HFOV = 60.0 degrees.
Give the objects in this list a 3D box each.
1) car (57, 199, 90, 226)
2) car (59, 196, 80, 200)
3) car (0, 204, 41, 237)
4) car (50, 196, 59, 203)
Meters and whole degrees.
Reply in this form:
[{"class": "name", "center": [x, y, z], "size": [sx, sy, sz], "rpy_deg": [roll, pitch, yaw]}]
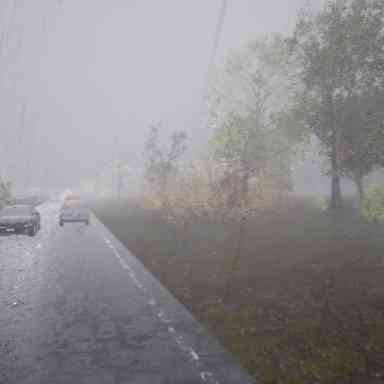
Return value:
[{"class": "car", "center": [-8.042, 1.470, 22.822], "size": [2.033, 1.411, 5.357], "rpy_deg": [-1, 0, -20]}, {"class": "car", "center": [-13.079, 1.218, 36.519], "size": [2.097, 1.767, 4.553], "rpy_deg": [-1, 0, -20]}, {"class": "car", "center": [-9.121, 1.439, 17.480], "size": [1.882, 1.535, 5.008], "rpy_deg": [-1, 0, -20]}, {"class": "car", "center": [-25.440, 1.366, 62.144], "size": [1.895, 1.301, 4.718], "rpy_deg": [-1, 0, -20]}]
